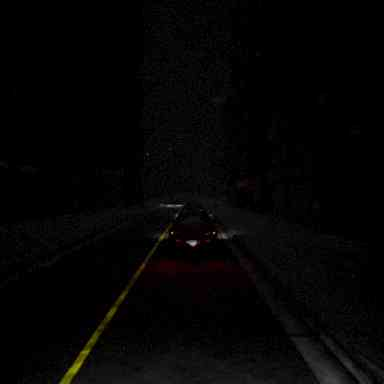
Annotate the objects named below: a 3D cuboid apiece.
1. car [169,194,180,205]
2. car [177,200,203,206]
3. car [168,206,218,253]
[{"bbox_3d":[-3.026,1.549,59.176,1.812,1.442,4.674,0,0,1],"label":"car"},{"bbox_3d":[0.058,1.572,28.040,1.994,1.385,4.181,0,0,0],"label":"car"},{"bbox_3d":[0.056,1.529,13.497,1.812,1.442,4.674,0,0,0],"label":"car"}]
